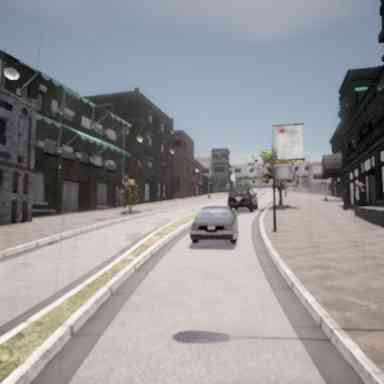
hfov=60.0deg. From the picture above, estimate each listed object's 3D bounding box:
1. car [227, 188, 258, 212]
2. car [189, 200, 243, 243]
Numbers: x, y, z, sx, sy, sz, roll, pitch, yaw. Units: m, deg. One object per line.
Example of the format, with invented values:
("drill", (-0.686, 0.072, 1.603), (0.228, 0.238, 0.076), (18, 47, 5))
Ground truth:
("car", (4.557, 0.648, 29.600), (2.150, 2.045, 5.566), (-1, 1, 17))
("car", (1.099, 1.316, 14.723), (2.033, 1.411, 5.357), (-1, 1, 9))
